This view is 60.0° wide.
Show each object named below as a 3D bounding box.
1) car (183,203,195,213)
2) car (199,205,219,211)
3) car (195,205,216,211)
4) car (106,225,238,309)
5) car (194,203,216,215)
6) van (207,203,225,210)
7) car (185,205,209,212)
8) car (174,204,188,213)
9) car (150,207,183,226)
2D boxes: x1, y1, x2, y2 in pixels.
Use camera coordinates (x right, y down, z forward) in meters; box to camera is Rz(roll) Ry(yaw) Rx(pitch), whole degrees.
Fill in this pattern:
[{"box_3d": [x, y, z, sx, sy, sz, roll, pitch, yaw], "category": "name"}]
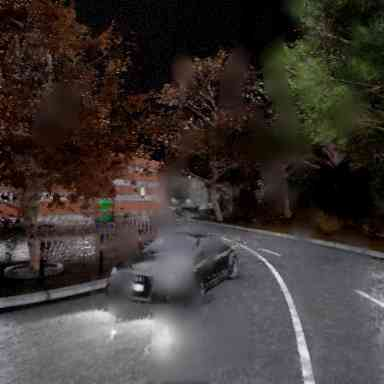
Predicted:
[{"box_3d": [-1.070, 3.319, 69.710, 5.566, 2.045, 2.435, -1, -2, 22], "category": "car"}, {"box_3d": [4.235, 3.978, 82.792, 4.674, 1.452, 2.002, -1, -2, 22], "category": "car"}, {"box_3d": [3.174, 3.906, 80.174, 4.674, 1.452, 2.002, -1, -2, 22], "category": "car"}, {"box_3d": [-0.264, 1.784, 8.535, 1.994, 1.385, 4.181, -1, -2, 25], "category": "car"}, {"box_3d": [2.621, 3.096, 58.112, 2.097, 1.767, 4.553, -1, -2, 22], "category": "car"}, {"box_3d": [6.451, 3.854, 87.998, 4.442, 1.987, 1.878, -1, -2, 22], "category": "van"}, {"box_3d": [1.062, 3.720, 74.936, 5.008, 1.535, 2.097, -1, -2, 22], "category": "car"}, {"box_3d": [-2.906, 3.098, 53.205, 1.837, 1.490, 4.892, -1, -2, 21], "category": "car"}, {"box_3d": [-2.465, 2.294, 28.804, 1.837, 1.490, 4.892, 0, -2, -16], "category": "car"}]
